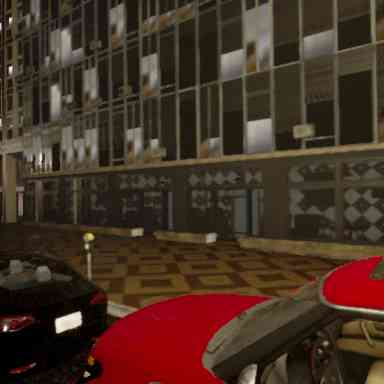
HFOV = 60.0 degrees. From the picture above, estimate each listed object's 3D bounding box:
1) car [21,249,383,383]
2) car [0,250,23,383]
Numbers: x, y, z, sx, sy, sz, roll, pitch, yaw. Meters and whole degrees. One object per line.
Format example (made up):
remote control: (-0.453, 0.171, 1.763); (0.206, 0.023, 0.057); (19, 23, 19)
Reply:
car: (1.455, 1.315, 1.855); (5.009, 1.841, 2.192); (0, -1, 36)
car: (-3.142, 1.570, 5.129); (4.313, 1.339, 1.947); (0, -1, 36)
